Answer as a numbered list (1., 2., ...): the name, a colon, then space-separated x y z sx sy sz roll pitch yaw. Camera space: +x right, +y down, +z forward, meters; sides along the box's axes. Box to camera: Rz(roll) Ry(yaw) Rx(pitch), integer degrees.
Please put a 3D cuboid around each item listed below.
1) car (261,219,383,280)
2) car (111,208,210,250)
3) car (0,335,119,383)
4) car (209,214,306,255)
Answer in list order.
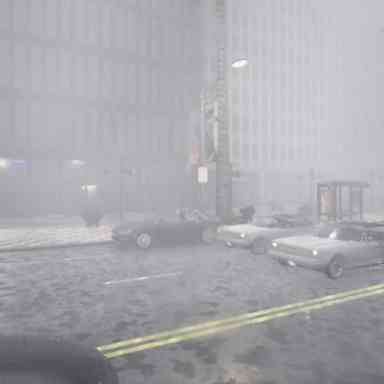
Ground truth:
1. car: 4.601 1.580 9.916 4.718 1.301 1.895 0 0 -28
2. car: -0.961 1.465 14.282 4.892 1.521 2.231 0 0 -28
3. car: -2.705 1.529 1.753 4.674 1.442 1.812 0 0 -28
4. car: 3.301 1.579 13.192 4.718 1.301 1.895 0 0 -28
